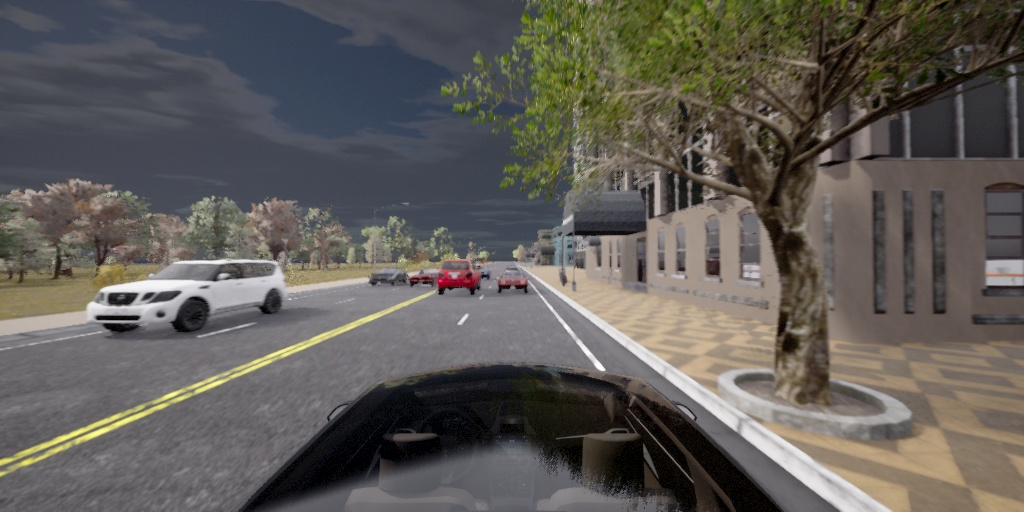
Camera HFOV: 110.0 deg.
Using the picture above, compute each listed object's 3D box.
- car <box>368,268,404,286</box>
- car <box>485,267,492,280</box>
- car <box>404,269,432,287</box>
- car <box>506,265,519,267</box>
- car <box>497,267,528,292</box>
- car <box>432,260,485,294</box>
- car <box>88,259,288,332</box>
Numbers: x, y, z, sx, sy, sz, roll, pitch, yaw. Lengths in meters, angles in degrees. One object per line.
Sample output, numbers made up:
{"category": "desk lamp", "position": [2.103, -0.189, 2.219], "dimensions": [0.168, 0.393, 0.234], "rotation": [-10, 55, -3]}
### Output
{"category": "car", "position": [-9.864, 1.650, 29.293], "dimensions": [2.033, 1.411, 5.357], "rotation": [0, -1, 0]}
{"category": "car", "position": [-3.183, 1.809, 38.033], "dimensions": [1.895, 1.301, 4.718], "rotation": [0, -1, 0]}
{"category": "car", "position": [-6.614, 1.686, 28.066], "dimensions": [1.895, 1.301, 4.718], "rotation": [0, -1, 0]}
{"category": "car", "position": [0.070, 1.735, 40.904], "dimensions": [2.128, 1.511, 4.902], "rotation": [0, -1, 0]}
{"category": "car", "position": [0.063, 1.627, 23.607], "dimensions": [1.895, 1.301, 4.718], "rotation": [0, -1, 0]}
{"category": "car", "position": [-3.179, 1.237, 22.481], "dimensions": [2.150, 2.045, 5.566], "rotation": [0, 0, 0]}
{"category": "car", "position": [-9.827, 1.106, 11.694], "dimensions": [2.150, 2.045, 5.566], "rotation": [0, -1, 0]}
